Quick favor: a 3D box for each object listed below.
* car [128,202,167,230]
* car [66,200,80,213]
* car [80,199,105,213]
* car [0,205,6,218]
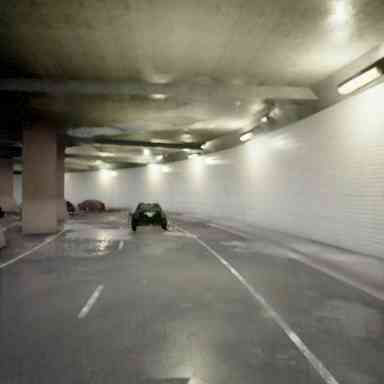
[{"bbox_3d":[-2.963,1.393,21.499,2.097,1.767,4.553,0,0,-14],"label":"car"},{"bbox_3d":[-14.517,1.635,37.077,1.812,1.442,4.674,0,0,-39],"label":"car"},{"bbox_3d":[-12.066,1.580,39.556,1.882,1.535,5.008,0,0,-39],"label":"car"},{"bbox_3d":[-18.743,1.718,31.079,1.895,1.301,4.718,0,0,-37],"label":"car"}]
